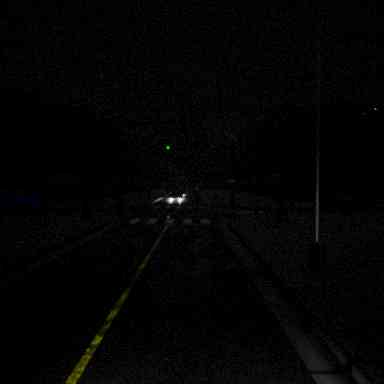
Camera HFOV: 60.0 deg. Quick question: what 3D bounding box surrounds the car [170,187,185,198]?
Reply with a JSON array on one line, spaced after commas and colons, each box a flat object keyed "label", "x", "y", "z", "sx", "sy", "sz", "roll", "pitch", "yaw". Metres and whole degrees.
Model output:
[{"label": "car", "x": -2.609, "y": 0.220, "z": 54.193, "sx": 1.895, "sy": 1.301, "sz": 4.718, "roll": 0, "pitch": 1, "yaw": 1}]

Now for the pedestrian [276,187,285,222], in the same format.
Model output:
[{"label": "pedestrian", "x": 4.727, "y": 0.661, "z": 17.855, "sx": 0.375, "sy": 1.860, "sz": 0.375, "roll": 0, "pitch": 1, "yaw": 0}]

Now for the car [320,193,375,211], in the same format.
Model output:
[{"label": "car", "x": 12.361, "y": 0.808, "z": 26.901, "sx": 4.403, "sy": 1.369, "sz": 2.008, "roll": 0, "pitch": 2, "yaw": 0}]

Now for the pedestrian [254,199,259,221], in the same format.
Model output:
[{"label": "pedestrian", "x": 3.581, "y": 0.653, "z": 18.459, "sx": 0.375, "sy": 1.860, "sz": 0.375, "roll": 0, "pitch": 1, "yaw": 0}]

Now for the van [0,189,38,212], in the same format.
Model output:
[{"label": "van", "x": -14.642, "y": 0.674, "z": 26.870, "sx": 3.998, "sy": 1.788, "sz": 1.690, "roll": 0, "pitch": 2, "yaw": 0}]

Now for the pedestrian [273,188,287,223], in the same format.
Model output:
[{"label": "pedestrian", "x": 4.577, "y": 0.680, "z": 17.256, "sx": 0.375, "sy": 1.860, "sz": 0.375, "roll": 0, "pitch": 1, "yaw": 0}]
